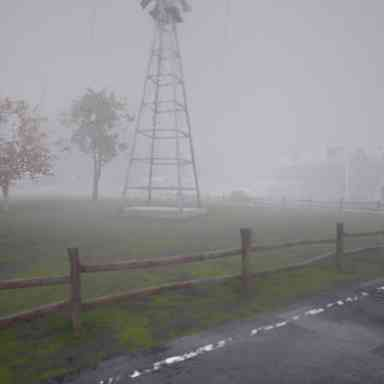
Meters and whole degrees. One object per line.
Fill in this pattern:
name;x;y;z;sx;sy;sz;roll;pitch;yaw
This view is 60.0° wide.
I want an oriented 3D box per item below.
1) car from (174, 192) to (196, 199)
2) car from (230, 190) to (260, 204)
car;-1.467;0.713;65.802;2.033;1.411;5.357;2;0;-35
car;8.274;0.805;51.909;2.150;2.045;5.566;2;0;-35
